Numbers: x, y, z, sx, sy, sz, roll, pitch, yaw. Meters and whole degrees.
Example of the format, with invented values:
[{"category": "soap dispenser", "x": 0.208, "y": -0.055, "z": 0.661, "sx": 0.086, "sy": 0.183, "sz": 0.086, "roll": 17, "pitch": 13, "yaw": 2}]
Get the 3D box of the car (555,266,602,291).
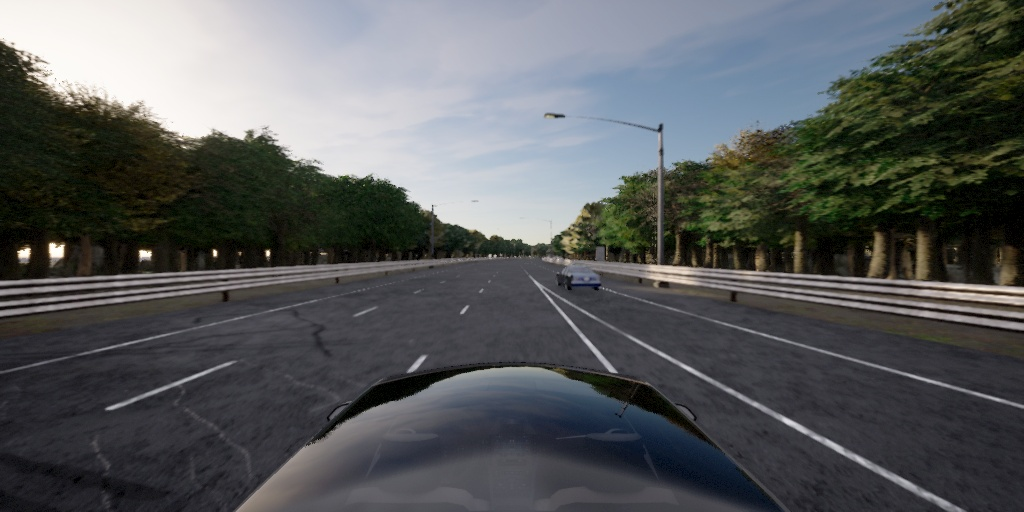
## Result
[{"category": "car", "x": 3.912, "y": 1.285, "z": 21.756, "sx": 2.033, "sy": 1.411, "sz": 5.357, "roll": 0, "pitch": 0, "yaw": -2}]
